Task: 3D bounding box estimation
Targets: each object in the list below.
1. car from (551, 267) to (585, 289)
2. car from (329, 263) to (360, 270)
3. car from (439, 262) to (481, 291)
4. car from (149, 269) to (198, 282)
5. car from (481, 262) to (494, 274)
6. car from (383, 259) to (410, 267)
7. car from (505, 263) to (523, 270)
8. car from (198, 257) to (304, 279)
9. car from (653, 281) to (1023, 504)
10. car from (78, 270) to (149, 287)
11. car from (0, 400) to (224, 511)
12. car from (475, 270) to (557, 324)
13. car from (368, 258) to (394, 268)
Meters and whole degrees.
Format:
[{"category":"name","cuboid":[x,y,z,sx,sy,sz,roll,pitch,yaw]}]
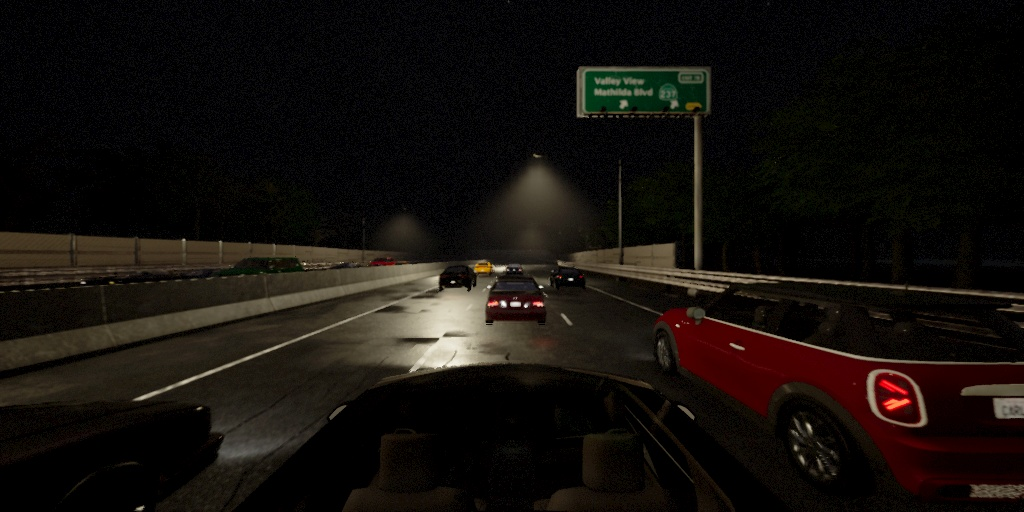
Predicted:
[{"category":"car","cuboid":[3.659,1.436,24.256,1.994,1.385,4.181,0,0,0]},{"category":"car","cuboid":[-20.880,1.528,45.098,2.033,1.411,5.357,0,0,1]},{"category":"car","cuboid":[-3.347,1.342,22.894,1.882,1.535,5.008,0,0,0]},{"category":"car","cuboid":[-17.556,1.416,20.532,1.994,1.385,4.181,0,0,0]},{"category":"car","cuboid":[-3.228,1.440,41.736,1.882,1.535,5.008,0,0,0]},{"category":"car","cuboid":[-13.890,1.456,44.686,1.882,1.535,5.008,0,0,1]},{"category":"car","cuboid":[0.250,1.496,39.064,2.033,1.411,5.357,0,0,1]},{"category":"car","cuboid":[-14.059,1.071,20.204,2.150,2.045,5.566,0,0,0]},{"category":"car","cuboid":[3.604,1.119,4.688,2.097,1.767,4.553,0,0,0]},{"category":"car","cuboid":[-21.059,1.452,20.351,1.895,1.301,4.718,0,0,0]},{"category":"car","cuboid":[-3.401,1.290,0.565,2.033,1.411,5.357,0,0,0]},{"category":"car","cuboid":[0.106,1.356,12.153,2.033,1.411,5.357,0,0,0]},{"category":"car","cuboid":[-17.346,1.220,48.163,2.150,2.045,5.566,0,-1,1]}]
